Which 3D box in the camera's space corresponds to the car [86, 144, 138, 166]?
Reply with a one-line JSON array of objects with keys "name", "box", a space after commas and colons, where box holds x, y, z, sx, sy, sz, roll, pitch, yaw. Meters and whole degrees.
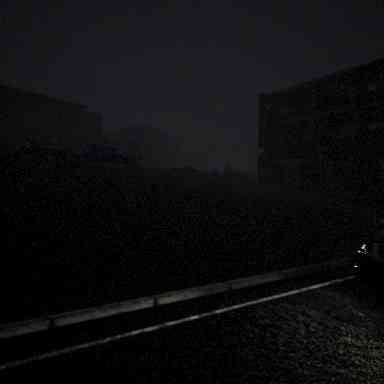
[{"name": "car", "box": [-7.797, -3.212, 31.530, 2.435, 2.045, 5.566, 0, -2, 44]}]

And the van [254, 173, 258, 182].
[{"name": "van", "box": [10.075, -1.842, 52.769, 1.878, 1.987, 4.442, 1, -3, 38]}]

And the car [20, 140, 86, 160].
[{"name": "car", "box": [-11.674, -3.291, 27.473, 2.185, 1.767, 4.553, 0, -2, 45]}]

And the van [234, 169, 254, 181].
[{"name": "van", "box": [6.689, -2.152, 48.396, 1.878, 1.987, 4.442, 1, -3, 39]}]

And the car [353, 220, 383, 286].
[{"name": "car", "box": [6.487, 1.333, 8.603, 5.566, 2.045, 2.150, 1, 0, -35]}]

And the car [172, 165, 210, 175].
[{"name": "car", "box": [-0.464, -2.451, 39.762, 2.002, 1.452, 4.674, 1, -2, 41]}]

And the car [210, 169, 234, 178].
[{"name": "car", "box": [3.099, -2.183, 43.999, 2.002, 1.452, 4.674, 1, -2, 40]}]

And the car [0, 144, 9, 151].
[{"name": "car", "box": [-15.642, -3.349, 23.470, 4.892, 1.521, 2.231, 2, -1, -44]}]
